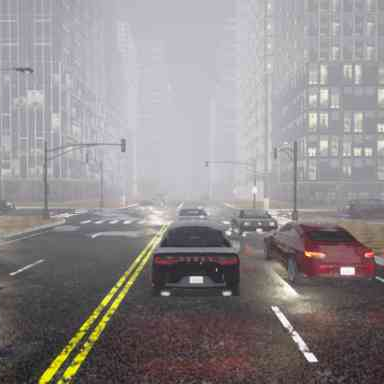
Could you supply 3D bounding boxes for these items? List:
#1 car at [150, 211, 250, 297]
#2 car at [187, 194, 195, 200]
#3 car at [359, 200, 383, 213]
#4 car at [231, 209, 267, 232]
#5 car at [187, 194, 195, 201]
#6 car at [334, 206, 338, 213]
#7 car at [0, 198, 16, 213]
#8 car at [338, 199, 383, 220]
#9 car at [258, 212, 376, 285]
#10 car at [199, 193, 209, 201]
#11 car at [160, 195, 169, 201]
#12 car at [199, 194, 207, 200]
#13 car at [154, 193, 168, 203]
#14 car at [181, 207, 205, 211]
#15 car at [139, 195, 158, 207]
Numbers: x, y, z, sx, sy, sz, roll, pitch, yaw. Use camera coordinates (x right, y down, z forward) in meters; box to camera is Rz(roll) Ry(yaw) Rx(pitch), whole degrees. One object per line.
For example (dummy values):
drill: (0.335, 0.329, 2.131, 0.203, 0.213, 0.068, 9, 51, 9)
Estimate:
car: (0.067, 1.473, 8.630, 1.882, 1.535, 5.008, 0, 0, 0)
car: (-0.303, 1.263, 90.411, 2.128, 1.511, 4.902, 0, 0, 0)
car: (21.684, 1.641, 37.563, 4.829, 1.417, 1.752, 1, 0, 1)
car: (3.288, 1.590, 18.514, 1.895, 1.301, 4.718, 0, 0, 0)
car: (-0.268, 1.393, 79.994, 1.882, 1.535, 5.008, 0, 0, 0)
car: (17.414, 1.646, 35.024, 4.674, 1.442, 1.812, 0, 1, 1)
car: (-20.242, 1.055, 32.320, 5.566, 2.045, 2.150, 1, 1, 1)
car: (16.103, 1.518, 29.258, 5.009, 1.841, 2.192, 1, 0, 1)
car: (3.319, 1.521, 9.396, 1.812, 1.442, 4.674, 0, 0, 0)
car: (2.982, 1.140, 80.033, 2.150, 2.045, 5.566, 0, 0, 0)
car: (-6.774, 1.439, 81.451, 1.812, 1.442, 4.674, 0, 0, 0)
car: (2.947, 1.263, 90.421, 2.128, 1.511, 4.902, 0, 0, 0)
car: (-6.738, 1.162, 67.610, 2.150, 2.045, 5.566, 0, 0, 0)
car: (0.036, 1.537, 18.451, 2.033, 1.411, 5.357, 0, 0, 0)
car: (-6.761, 1.524, 50.724, 1.994, 1.385, 4.181, 0, 0, 0)
